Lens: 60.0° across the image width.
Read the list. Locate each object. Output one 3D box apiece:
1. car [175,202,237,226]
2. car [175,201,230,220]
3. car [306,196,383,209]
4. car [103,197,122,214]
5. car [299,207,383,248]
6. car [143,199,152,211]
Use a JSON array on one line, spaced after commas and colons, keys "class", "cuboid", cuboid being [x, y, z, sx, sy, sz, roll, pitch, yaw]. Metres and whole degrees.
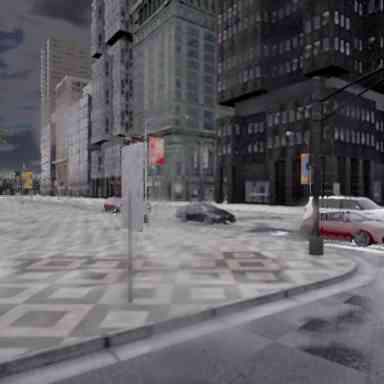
[{"class": "car", "cuboid": [0.840, 1.579, 24.023, 2.033, 1.411, 5.357, 0, 0, -35]}, {"class": "car", "cuboid": [0.810, 1.580, 29.660, 2.033, 1.411, 5.357, 0, 0, -35]}, {"class": "car", "cuboid": [8.874, 1.262, 18.344, 2.150, 2.045, 5.566, 0, 0, -35]}, {"class": "car", "cuboid": [-8.053, 1.379, 36.527, 2.097, 1.767, 4.553, 0, 0, -35]}, {"class": "car", "cuboid": [7.085, 1.604, 15.253, 1.994, 1.385, 4.181, 0, 0, -36]}, {"class": "car", "cuboid": [-6.529, 1.533, 40.001, 1.837, 1.490, 4.892, 0, 0, -35]}]
